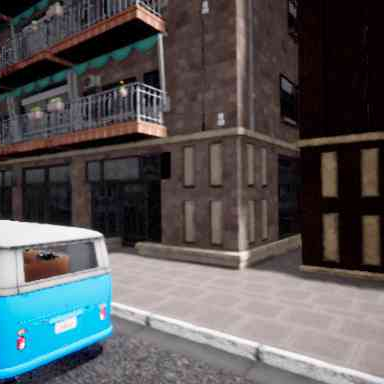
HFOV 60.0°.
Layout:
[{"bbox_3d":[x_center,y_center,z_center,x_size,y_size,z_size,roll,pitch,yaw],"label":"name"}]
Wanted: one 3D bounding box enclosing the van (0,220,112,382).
[{"bbox_3d":[-3.000,1.344,5.032,3.998,1.788,1.690,0,-1,36],"label":"van"}]
